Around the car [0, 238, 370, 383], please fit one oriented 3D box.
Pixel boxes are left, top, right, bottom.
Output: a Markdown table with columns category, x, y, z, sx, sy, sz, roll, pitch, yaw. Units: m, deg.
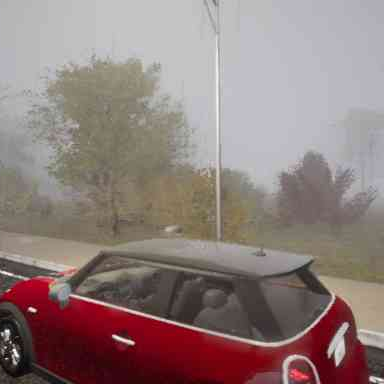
| category | x | y | z | sx | sy | sz | roll | pitch | yaw |
| --- | --- | --- | --- | --- | --- | --- | --- | --- | --- |
| car | -0.474 | 1.368 | 4.061 | 4.553 | 1.767 | 2.097 | 0 | 0 | 36 |
